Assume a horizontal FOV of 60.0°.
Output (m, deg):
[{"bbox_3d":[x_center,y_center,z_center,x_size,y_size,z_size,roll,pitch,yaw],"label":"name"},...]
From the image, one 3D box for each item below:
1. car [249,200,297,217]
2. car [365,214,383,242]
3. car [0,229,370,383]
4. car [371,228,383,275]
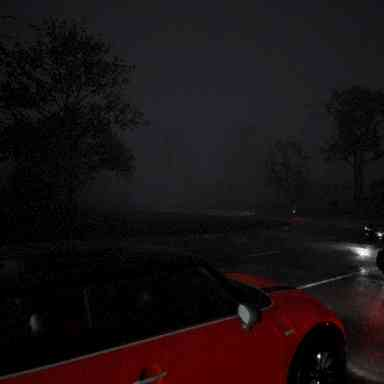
[{"bbox_3d":[7.712,1.507,31.983,1.837,1.490,4.892,-1,0,-39],"label":"car"},{"bbox_3d":[9.720,1.505,15.069,4.892,1.490,1.837,0,0,-35],"label":"car"},{"bbox_3d":[-0.418,1.352,3.421,4.553,1.767,2.097,0,0,-35],"label":"car"},{"bbox_3d":[6.788,1.601,8.550,4.718,1.301,1.895,0,0,-36],"label":"car"}]
